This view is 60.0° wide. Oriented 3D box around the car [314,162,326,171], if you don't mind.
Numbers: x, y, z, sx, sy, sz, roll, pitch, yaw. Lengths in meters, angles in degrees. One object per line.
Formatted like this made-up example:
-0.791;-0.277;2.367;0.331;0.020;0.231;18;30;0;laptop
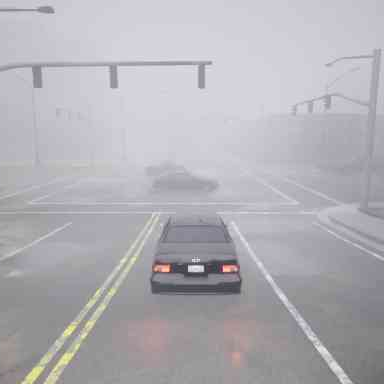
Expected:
16.326;-3.048;37.311;4.902;1.511;2.128;0;9;0;car

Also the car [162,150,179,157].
-3.525;-5.294;51.508;2.033;1.411;5.357;0;9;0;car

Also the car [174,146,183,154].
-3.402;-8.499;71.181;2.033;1.411;5.357;0;9;0;car

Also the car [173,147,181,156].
-3.484;-6.877;60.986;1.837;1.490;4.892;0;9;0;car

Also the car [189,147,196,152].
0.124;-11.586;90.519;1.895;1.301;4.718;0;9;0;car

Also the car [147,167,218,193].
-0.505;-0.746;23.384;4.674;1.442;1.812;0;9;0;car

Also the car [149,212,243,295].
0.086;1.219;8.383;2.033;1.411;5.357;0;4;0;car

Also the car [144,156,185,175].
-2.564;-2.295;32.618;1.882;1.535;5.008;7;12;33;car

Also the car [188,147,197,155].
0.105;-9.363;76.248;1.837;1.490;4.892;0;9;0;car

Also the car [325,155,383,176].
17.070;-2.752;33.806;5.566;2.045;2.150;0;9;1;car
